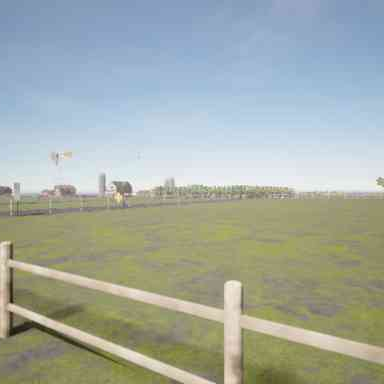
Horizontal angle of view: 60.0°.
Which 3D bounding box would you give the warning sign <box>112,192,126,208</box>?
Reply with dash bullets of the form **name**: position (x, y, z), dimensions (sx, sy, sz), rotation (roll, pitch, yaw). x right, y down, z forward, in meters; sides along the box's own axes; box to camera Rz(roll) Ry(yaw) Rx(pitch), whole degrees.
- **warning sign**: position (-8.888, 0.950, 40.408), dimensions (1.300, 1.860, 1.060), rotation (-1, 0, 31)
